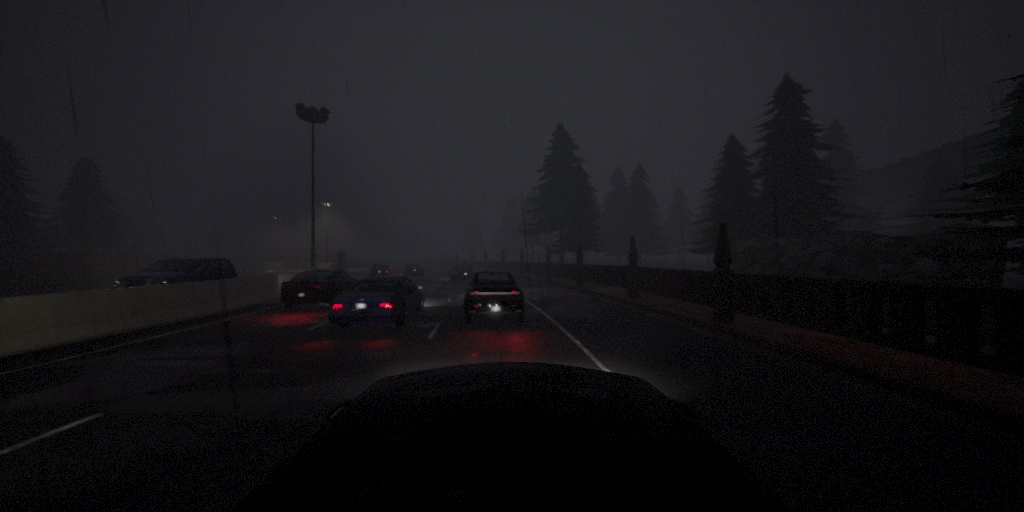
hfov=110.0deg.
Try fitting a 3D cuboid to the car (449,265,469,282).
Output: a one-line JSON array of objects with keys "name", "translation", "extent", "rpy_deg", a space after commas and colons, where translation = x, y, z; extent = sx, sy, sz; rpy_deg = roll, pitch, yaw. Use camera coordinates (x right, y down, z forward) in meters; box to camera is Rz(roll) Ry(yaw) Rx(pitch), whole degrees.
[{"name": "car", "translation": [-4.280, 1.432, 30.796], "extent": [1.994, 1.385, 4.181], "rpy_deg": [0, 0, -16]}]

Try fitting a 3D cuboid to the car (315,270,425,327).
[{"name": "car", "translation": [-4.132, 1.349, 11.752], "extent": [2.033, 1.411, 5.357], "rpy_deg": [0, 0, -6]}]

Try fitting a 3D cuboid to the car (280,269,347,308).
[{"name": "car", "translation": [-8.163, 1.310, 15.776], "extent": [1.882, 1.535, 5.008], "rpy_deg": [0, 0, -8]}]

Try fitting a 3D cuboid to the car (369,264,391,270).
[{"name": "car", "translation": [-12.601, 1.462, 34.211], "extent": [2.033, 1.411, 5.357], "rpy_deg": [0, 0, -19]}]

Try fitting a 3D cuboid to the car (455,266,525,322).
[{"name": "car", "translation": [-0.690, 1.281, 12.492], "extent": [2.128, 1.511, 4.902], "rpy_deg": [0, 0, -6]}]

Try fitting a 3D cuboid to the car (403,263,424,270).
[{"name": "car", "translation": [-10.857, 1.488, 39.407], "extent": [1.994, 1.385, 4.181], "rpy_deg": [0, 0, -21]}]

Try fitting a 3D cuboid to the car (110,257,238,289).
[{"name": "car", "translation": [-15.356, 1.084, 16.849], "extent": [2.150, 2.045, 5.566], "rpy_deg": [0, 0, -10]}]
